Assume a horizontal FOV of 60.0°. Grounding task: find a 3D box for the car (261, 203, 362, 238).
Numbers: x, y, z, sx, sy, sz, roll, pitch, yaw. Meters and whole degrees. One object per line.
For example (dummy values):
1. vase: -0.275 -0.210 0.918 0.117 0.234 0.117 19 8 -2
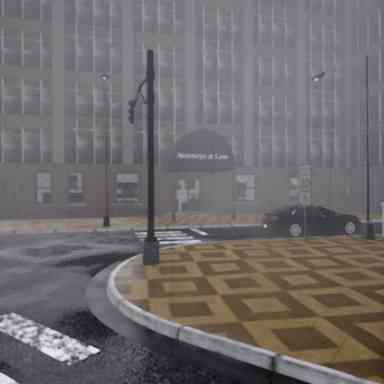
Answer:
1. car: 5.777 1.318 16.116 4.892 1.490 1.837 0 0 -14
